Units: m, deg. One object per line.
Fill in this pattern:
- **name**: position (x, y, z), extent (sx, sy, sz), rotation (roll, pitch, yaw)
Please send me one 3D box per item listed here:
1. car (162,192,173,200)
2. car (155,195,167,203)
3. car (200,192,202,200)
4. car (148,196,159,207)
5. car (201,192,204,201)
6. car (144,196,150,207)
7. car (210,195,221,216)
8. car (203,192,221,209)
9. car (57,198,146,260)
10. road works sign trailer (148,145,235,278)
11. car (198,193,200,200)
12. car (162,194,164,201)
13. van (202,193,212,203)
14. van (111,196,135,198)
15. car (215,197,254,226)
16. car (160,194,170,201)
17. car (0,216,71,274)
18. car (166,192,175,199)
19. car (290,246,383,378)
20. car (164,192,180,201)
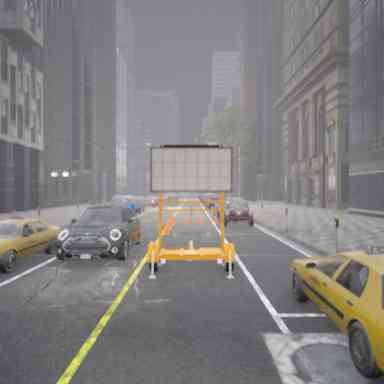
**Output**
- **car**: position (-5.792, 0.986, 78.344), extent (2.192, 1.841, 5.009), rotation (0, 0, 0)
- **car**: position (-5.764, 1.298, 61.430), extent (1.802, 1.307, 4.206), rotation (0, 0, 0)
- **car**: position (2.771, 1.176, 55.791), extent (1.967, 1.590, 4.097), rotation (0, 0, 0)
- **car**: position (-5.737, 1.216, 44.512), extent (1.967, 1.590, 4.097), rotation (0, 0, 0)
- **car**: position (2.788, 1.091, 44.511), extent (2.192, 1.841, 5.009), rotation (0, 0, 0)
- **car**: position (-5.719, 1.385, 33.235), extent (1.947, 1.339, 4.313), rotation (0, 0, 0)
- **car**: position (2.816, 1.284, 27.593), extent (1.967, 1.590, 4.097), rotation (0, 0, 0)
- **car**: position (2.797, 1.112, 38.872), extent (2.192, 1.841, 5.009), rotation (0, 0, 0)
- **car**: position (-3.120, 1.279, 11.983), extent (2.097, 1.767, 4.553), rotation (0, 0, 0)
- **road works sign trailer**: position (-0.016, 0.404, 9.886), extent (2.380, 3.560, 2.880), rotation (0, 0, 0)
- **car**: position (2.743, 1.264, 72.710), extent (1.802, 1.307, 4.206), rotation (0, 0, 0)
- **car**: position (-5.746, 1.301, 50.151), extent (1.887, 1.381, 4.507), rotation (0, 0, 0)
- **van**: position (2.762, 1.057, 61.430), extent (1.690, 1.788, 3.998), rotation (0, 0, 0)
- **van**: position (-5.709, 1.185, 27.595), extent (1.690, 1.788, 3.998), rotation (0, 0, 0)
- **car**: position (2.824, 1.312, 21.955), extent (1.967, 1.590, 4.097), rotation (0, 0, 0)
- **car**: position (-5.782, 1.208, 72.537), extent (1.752, 1.417, 4.829), rotation (0, 0, 0)
- **car**: position (-5.684, 1.462, 10.472), extent (1.752, 1.417, 4.829), rotation (0, 1, 1)
- **car**: position (-5.809, 0.970, 89.623), extent (2.192, 1.841, 5.009), rotation (0, 0, 0)
- **car**: position (2.858, 1.492, 5.240), extent (1.752, 1.417, 4.829), rotation (0, 1, 1)
- **car**: position (-3.083, 0.987, 53.343), extent (1.812, 1.442, 4.674), rotation (0, 0, 0)
